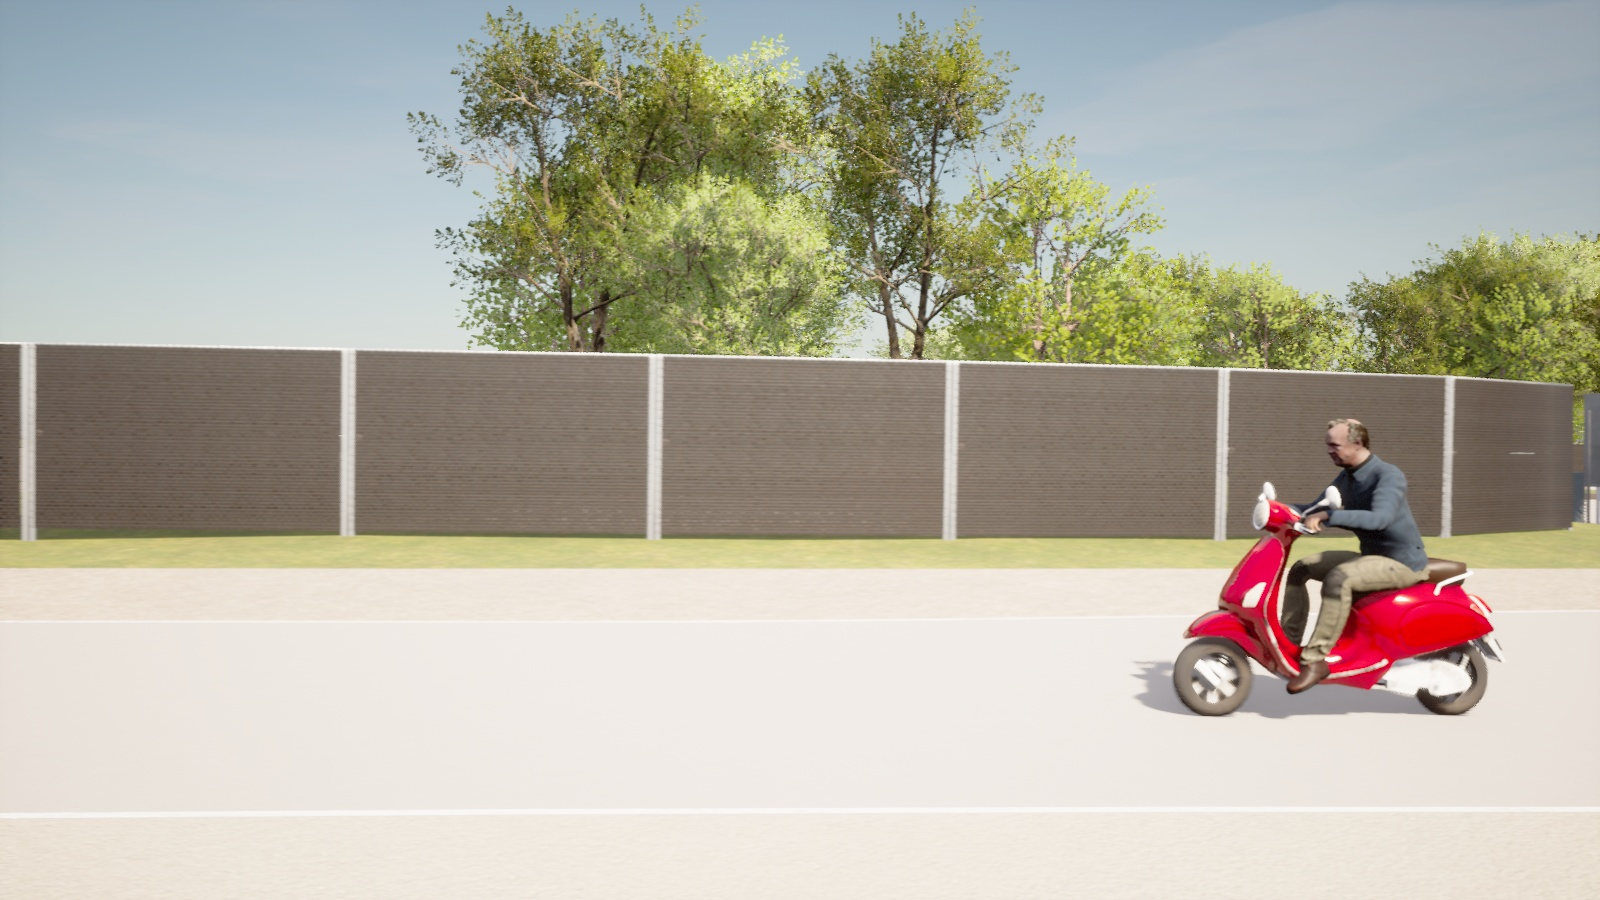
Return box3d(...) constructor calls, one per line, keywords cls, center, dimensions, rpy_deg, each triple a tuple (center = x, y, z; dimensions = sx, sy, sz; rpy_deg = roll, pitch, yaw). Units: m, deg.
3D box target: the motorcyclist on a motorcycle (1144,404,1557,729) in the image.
box3d(cls="motorcyclist on a motorcycle", center=(2.874, 0.565, 6.687), dimensions=(1.817, 1.590, 0.866), rpy_deg=(0, 1, -5))
